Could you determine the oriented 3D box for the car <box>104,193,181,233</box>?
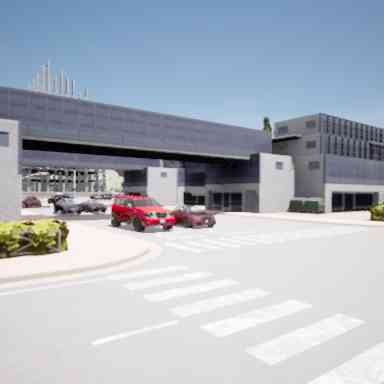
[{"bbox_3d":[-3.267,1.292,20.951,2.150,2.045,5.566,1,0,-36],"label":"car"}]

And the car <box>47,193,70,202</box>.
[{"bbox_3d":[-21.004,1.292,51.561,1.882,1.535,5.008,1,0,-36],"label":"car"}]

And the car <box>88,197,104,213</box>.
[{"bbox_3d":[-11.478,1.643,38.249,2.033,1.411,5.357,1,0,-36],"label":"car"}]

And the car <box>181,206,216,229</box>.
[{"bbox_3d":[-0.222,1.660,22.707,1.994,1.385,4.181,1,0,-36],"label":"car"}]

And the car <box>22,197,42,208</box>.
[{"bbox_3d":[-23.857,1.463,49.531,2.097,1.767,4.553,1,0,-36],"label":"car"}]

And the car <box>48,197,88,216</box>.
[{"bbox_3d":[-12.770,1.561,34.067,2.128,1.511,4.902,1,0,-36],"label":"car"}]
